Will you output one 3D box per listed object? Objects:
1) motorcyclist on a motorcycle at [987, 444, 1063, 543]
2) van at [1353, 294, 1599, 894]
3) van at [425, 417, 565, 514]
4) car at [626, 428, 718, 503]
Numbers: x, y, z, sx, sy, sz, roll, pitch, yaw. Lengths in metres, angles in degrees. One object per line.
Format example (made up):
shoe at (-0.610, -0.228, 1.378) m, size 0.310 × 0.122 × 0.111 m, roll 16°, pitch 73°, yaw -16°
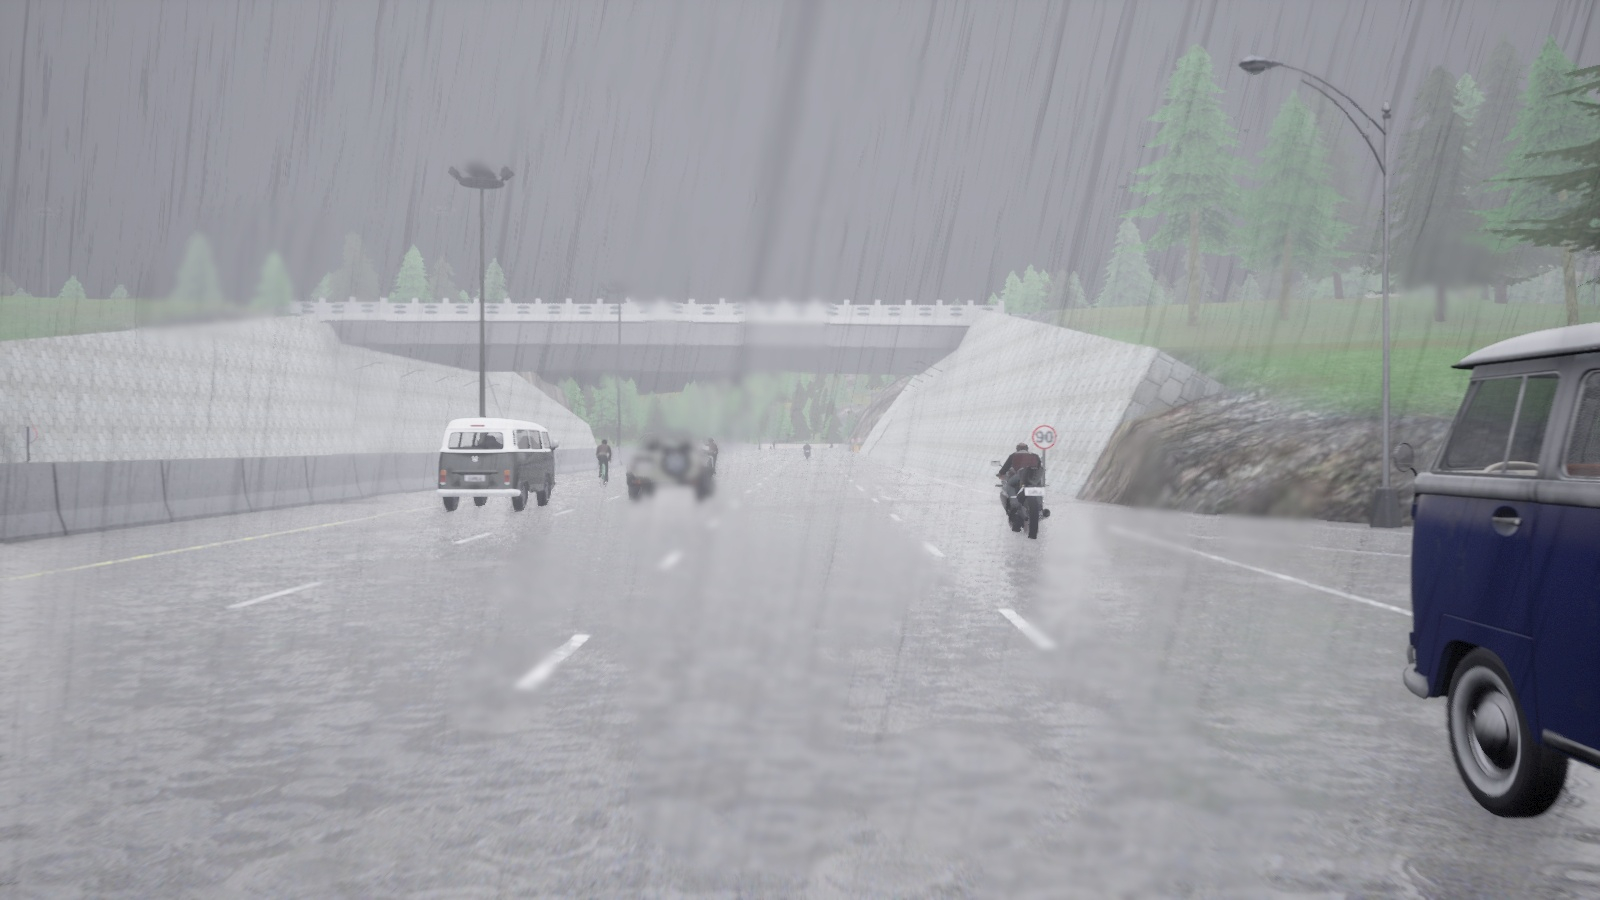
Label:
motorcyclist on a motorcycle at (3.632, 0.669, 20.472) m, size 0.866 × 1.530 × 2.191 m, roll 0°, pitch 0°, yaw 0°
van at (3.537, 0.481, 3.809) m, size 1.775 × 1.987 × 4.442 m, roll 0°, pitch 0°, yaw 0°
van at (-6.822, 0.304, 28.596) m, size 2.069 × 2.038 × 4.480 m, roll 0°, pitch 0°, yaw 0°
car at (-3.296, 0.374, 33.068) m, size 1.932 × 1.855 × 4.605 m, roll 0°, pitch 0°, yaw 0°
